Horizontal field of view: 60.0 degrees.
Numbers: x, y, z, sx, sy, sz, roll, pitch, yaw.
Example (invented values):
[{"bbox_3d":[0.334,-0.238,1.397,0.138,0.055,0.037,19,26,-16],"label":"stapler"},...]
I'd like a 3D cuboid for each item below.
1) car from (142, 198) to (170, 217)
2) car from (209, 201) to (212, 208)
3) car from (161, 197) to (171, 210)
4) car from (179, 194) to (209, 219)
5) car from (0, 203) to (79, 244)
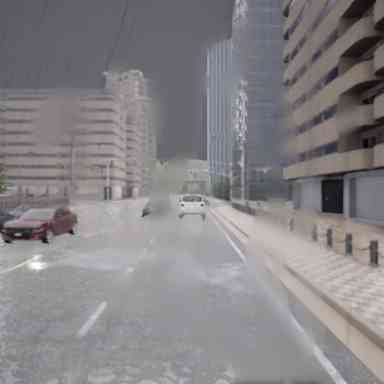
[{"bbox_3d":[-3.395,1.534,30.677,1.994,1.385,4.181,0,0,0],"label":"car"},{"bbox_3d":[1.219,1.453,44.617,1.812,1.442,4.674,0,1,19],"label":"car"},{"bbox_3d":[-3.684,1.429,42.784,1.882,1.535,5.008,0,0,-4],"label":"car"},{"bbox_3d":[0.055,1.196,28.963,2.150,2.045,5.566,0,0,0],"label":"car"},{"bbox_3d":[-7.072,1.461,16.016,1.882,1.535,5.008,0,0,0],"label":"car"}]
